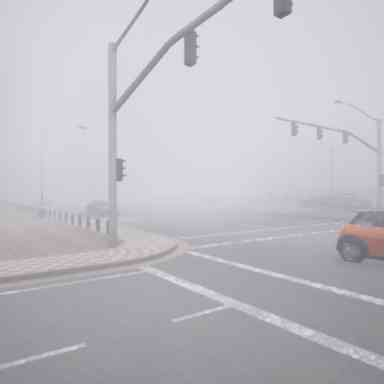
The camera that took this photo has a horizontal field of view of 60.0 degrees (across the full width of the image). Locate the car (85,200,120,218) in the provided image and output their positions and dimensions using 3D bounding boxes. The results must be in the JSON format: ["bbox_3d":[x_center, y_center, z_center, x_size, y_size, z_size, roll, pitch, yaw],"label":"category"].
[{"bbox_3d":[-8.229,1.527,30.311,1.837,1.490,4.892,0,0,-36],"label":"car"}]

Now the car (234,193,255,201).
[{"bbox_3d":[11.659,1.094,74.071,1.932,1.855,4.605,0,0,-35],"label":"car"}]

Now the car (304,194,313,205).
[{"bbox_3d":[24.895,1.086,64.990,1.932,1.855,4.605,0,0,-35],"label":"car"}]

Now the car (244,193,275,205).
[{"bbox_3d":[11.159,1.348,55.148,1.970,1.475,3.806,0,0,-35],"label":"car"}]

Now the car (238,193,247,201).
[{"bbox_3d":[9.498,1.307,72.479,1.784,1.438,3.905,0,0,-35],"label":"car"}]

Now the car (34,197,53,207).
[{"bbox_3d":[-22.640,1.528,50.501,1.994,1.385,4.181,0,0,-36],"label":"car"}]

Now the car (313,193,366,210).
[{"bbox_3d":[16.655,1.112,37.703,1.932,1.855,4.605,0,0,-35],"label":"car"}]

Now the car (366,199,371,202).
[{"bbox_3d":[19.049,1.111,39.331,1.905,1.878,3.866,0,0,-35],"label":"car"}]

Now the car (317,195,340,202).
[{"bbox_3d":[27.295,1.292,66.612,1.784,1.438,3.905,0,0,-35],"label":"car"}]

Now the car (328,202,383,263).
[{"bbox_3d":[6.761,1.327,9.769,2.097,1.767,4.553,0,0,-39],"label":"car"}]

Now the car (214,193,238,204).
[{"bbox_3d":[7.136,1.343,70.806,1.970,1.475,3.806,0,0,-35],"label":"car"}]
